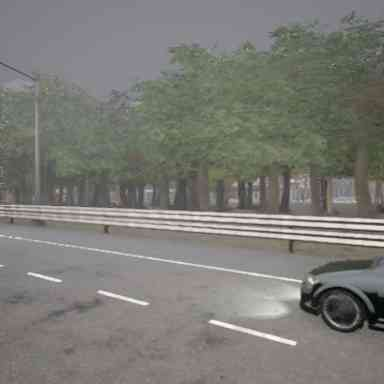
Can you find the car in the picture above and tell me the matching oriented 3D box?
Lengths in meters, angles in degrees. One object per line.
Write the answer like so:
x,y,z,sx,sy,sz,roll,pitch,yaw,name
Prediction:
3.947,1.567,5.355,4.181,1.385,1.994,0,0,35,car
